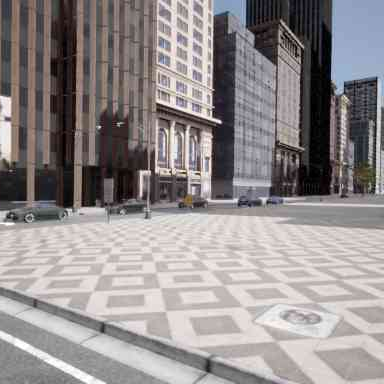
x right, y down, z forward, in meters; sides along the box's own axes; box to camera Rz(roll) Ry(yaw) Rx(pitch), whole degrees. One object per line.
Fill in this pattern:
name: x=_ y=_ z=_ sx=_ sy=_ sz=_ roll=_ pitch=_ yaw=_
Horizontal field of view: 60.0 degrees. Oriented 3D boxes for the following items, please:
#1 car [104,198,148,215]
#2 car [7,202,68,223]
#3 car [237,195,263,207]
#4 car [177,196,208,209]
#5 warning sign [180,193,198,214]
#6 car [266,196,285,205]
car: x=-6.249 y=1.377 z=32.302 sx=1.837 sy=1.490 sz=4.892 roll=1 pitch=1 yaw=35
car: x=-11.470 y=1.471 z=24.932 sx=1.994 sy=1.385 sz=4.181 roll=1 pitch=1 yaw=35
car: x=8.342 y=1.193 z=47.469 sx=2.097 sy=1.767 sz=4.553 roll=1 pitch=1 yaw=36
car: x=0.172 y=1.332 z=41.364 sx=1.837 sy=1.490 sz=4.892 roll=1 pitch=1 yaw=35
warning sign: x=-0.265 y=1.077 z=30.688 sx=1.300 sy=1.860 sz=1.060 roll=1 pitch=1 yaw=35
car: x=13.943 y=1.363 z=55.474 sx=1.994 sy=1.385 sz=4.181 roll=1 pitch=1 yaw=35
